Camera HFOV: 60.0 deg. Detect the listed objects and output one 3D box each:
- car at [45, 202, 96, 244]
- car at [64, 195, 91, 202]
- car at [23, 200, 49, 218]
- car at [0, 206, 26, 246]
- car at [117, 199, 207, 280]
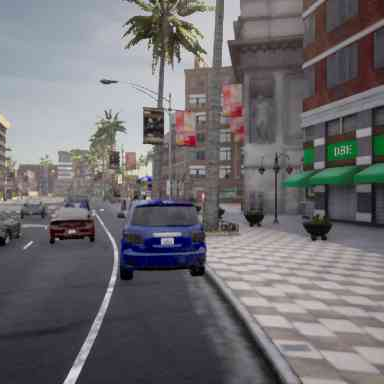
[{"bbox_3d":[-5.710,1.481,16.033,1.882,1.535,5.008,0,0,-18],"label":"car"},{"bbox_3d":[-10.427,1.249,30.304,2.150,2.045,5.566,0,0,-18],"label":"car"},{"bbox_3d":[-13.741,1.483,29.177,2.128,1.511,4.902,0,0,-18],"label":"car"},{"bbox_3d":[-9.033,1.565,14.935,1.994,1.385,4.181,0,0,-18],"label":"car"},{"bbox_3d":[-1.082,1.218,10.223,2.150,2.045,5.566,0,0,-11],"label":"car"}]
